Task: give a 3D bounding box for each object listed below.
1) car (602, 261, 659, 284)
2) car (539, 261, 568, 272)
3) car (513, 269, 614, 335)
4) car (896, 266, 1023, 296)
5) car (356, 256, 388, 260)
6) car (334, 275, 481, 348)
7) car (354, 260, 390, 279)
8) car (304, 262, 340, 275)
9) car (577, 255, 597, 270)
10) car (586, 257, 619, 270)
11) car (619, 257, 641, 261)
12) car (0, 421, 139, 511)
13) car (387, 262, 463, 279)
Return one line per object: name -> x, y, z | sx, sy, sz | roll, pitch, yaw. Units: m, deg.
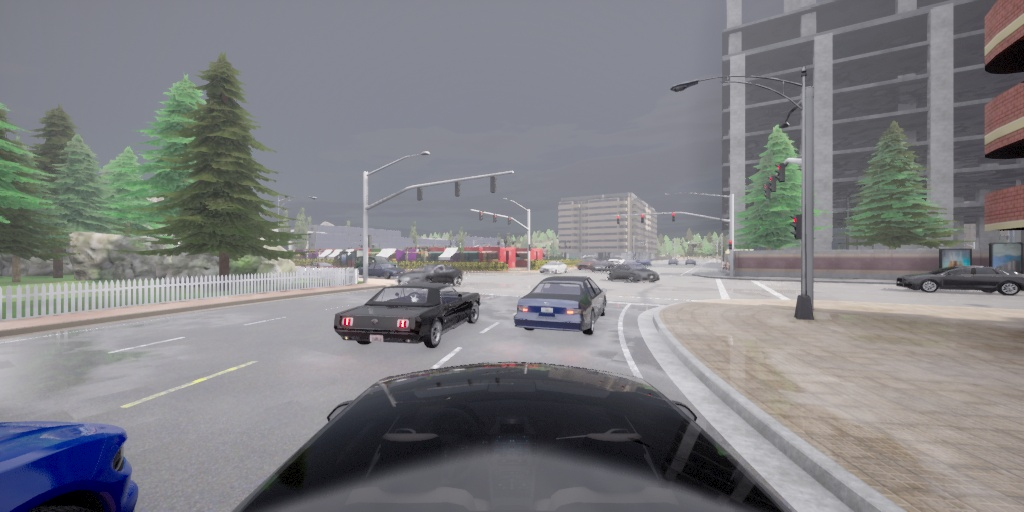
car -> 9.360, 1.355, 27.937 | 1.994, 1.385, 4.181 | 0, 0, -23
car -> 4.673, 1.294, 39.635 | 1.812, 1.442, 4.674 | 0, 0, 30
car -> 1.674, 1.297, 10.653 | 2.033, 1.411, 5.357 | 0, 0, 20
car -> 25.032, 1.310, 20.052 | 4.892, 1.490, 1.837 | 0, 0, 30
car -> -14.682, 1.027, 38.808 | 5.566, 2.045, 2.150 | 0, 0, 30
car -> -2.261, 1.351, 9.296 | 1.895, 1.301, 4.718 | 0, 0, 11
car -> -12.040, 1.353, 33.215 | 5.357, 1.411, 2.033 | 0, 0, 31
car -> -20.076, 1.331, 37.891 | 4.674, 1.442, 1.812 | 0, 0, 30
car -> 10.651, 1.102, 50.115 | 2.097, 1.767, 4.553 | 0, 0, 30
car -> 11.066, 1.241, 43.713 | 2.128, 1.511, 4.902 | 0, 0, 29
car -> 19.038, 1.275, 57.730 | 1.812, 1.442, 4.674 | 0, 0, 30
car -> -3.214, 1.228, 0.115 | 1.882, 1.535, 5.008 | 0, 0, -2
car -> -4.981, 1.254, 22.387 | 2.128, 1.511, 4.902 | 0, -1, 27
